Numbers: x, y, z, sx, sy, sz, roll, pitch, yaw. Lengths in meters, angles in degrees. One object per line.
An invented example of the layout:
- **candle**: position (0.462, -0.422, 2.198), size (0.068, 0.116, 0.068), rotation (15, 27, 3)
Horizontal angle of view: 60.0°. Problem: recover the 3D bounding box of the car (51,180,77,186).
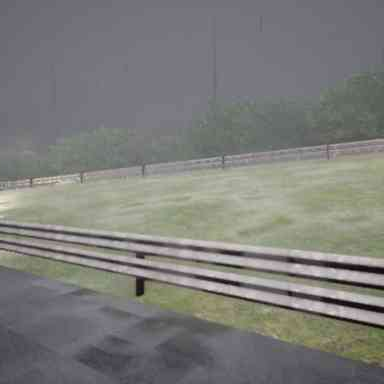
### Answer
- **car**: position (-20.865, -1.350, 54.317), size (4.674, 1.442, 1.812), rotation (-4, -2, 27)
